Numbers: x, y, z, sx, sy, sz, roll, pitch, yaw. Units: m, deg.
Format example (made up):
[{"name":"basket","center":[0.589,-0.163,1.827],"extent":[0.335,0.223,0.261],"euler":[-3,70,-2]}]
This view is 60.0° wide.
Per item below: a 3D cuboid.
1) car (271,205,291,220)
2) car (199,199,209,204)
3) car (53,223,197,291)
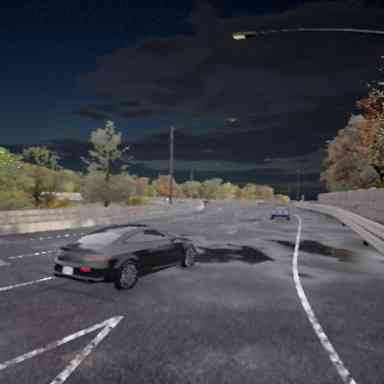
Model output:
[{"name":"car","center":[9.200,2.067,34.533],"extent":[2.033,1.411,5.357],"euler":[1,-1,16]},{"name":"car","center":[3.201,2.679,94.326],"extent":[1.895,1.301,4.718],"euler":[1,-1,-15]},{"name":"car","center":[-1.603,1.606,9.346],"extent":[1.812,1.442,4.674],"euler":[1,-1,30]}]
